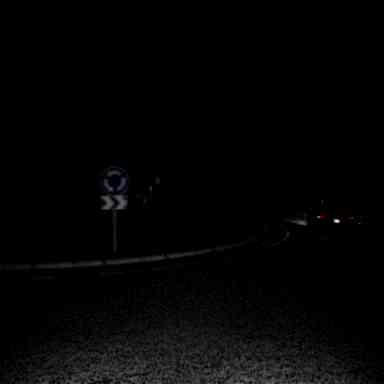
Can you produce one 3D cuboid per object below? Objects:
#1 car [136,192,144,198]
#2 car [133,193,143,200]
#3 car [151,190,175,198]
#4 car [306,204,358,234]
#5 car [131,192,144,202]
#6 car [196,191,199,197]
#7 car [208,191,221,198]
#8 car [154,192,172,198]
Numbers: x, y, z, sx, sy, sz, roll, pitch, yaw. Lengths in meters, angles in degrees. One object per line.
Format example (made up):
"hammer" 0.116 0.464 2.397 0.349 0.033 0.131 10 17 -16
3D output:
"car" -14.005 0.657 89.795 1.882 1.535 5.008 0 0 -8
"car" -11.942 0.965 74.221 2.128 1.511 4.902 0 0 -7
"car" -7.274 0.564 87.029 5.566 2.045 2.435 0 0 -8
"car" 7.201 1.297 17.370 1.994 1.385 4.181 1 1 14
"car" -9.702 0.987 57.408 1.882 1.535 5.008 0 0 -7
"car" 4.738 0.620 91.829 5.566 2.045 2.435 0 0 -8
"car" 5.527 0.764 86.103 4.553 1.767 2.185 0 1 -8
"car" -8.059 0.789 92.628 5.008 1.535 2.097 0 0 -8
